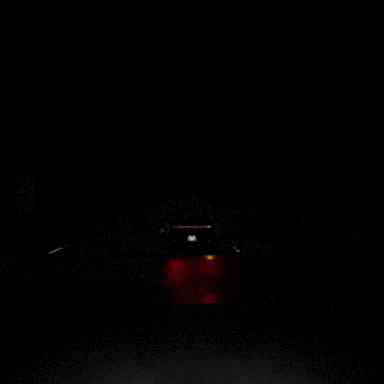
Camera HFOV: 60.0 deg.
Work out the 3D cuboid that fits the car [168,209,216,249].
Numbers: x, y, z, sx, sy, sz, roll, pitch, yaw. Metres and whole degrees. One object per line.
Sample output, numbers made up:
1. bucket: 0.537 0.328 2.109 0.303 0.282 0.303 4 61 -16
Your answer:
1. car: 0.000 1.509 14.651 2.128 1.511 4.902 0 0 0
